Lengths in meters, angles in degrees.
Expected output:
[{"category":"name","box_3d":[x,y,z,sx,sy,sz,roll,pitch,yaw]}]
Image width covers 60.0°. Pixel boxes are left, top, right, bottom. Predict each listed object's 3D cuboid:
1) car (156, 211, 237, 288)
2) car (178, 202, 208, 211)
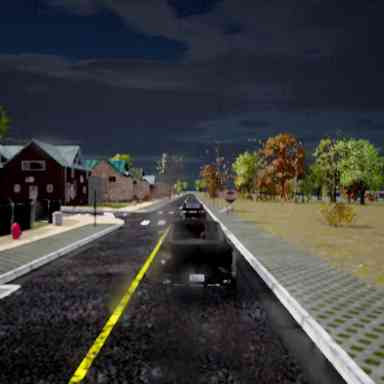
[{"category":"car","box_3d":[0.088,1.500,9.228,1.837,1.490,4.892,0,0,0]},{"category":"car","box_3d":[0.068,1.478,23.485,2.128,1.511,4.902,0,0,0]}]
